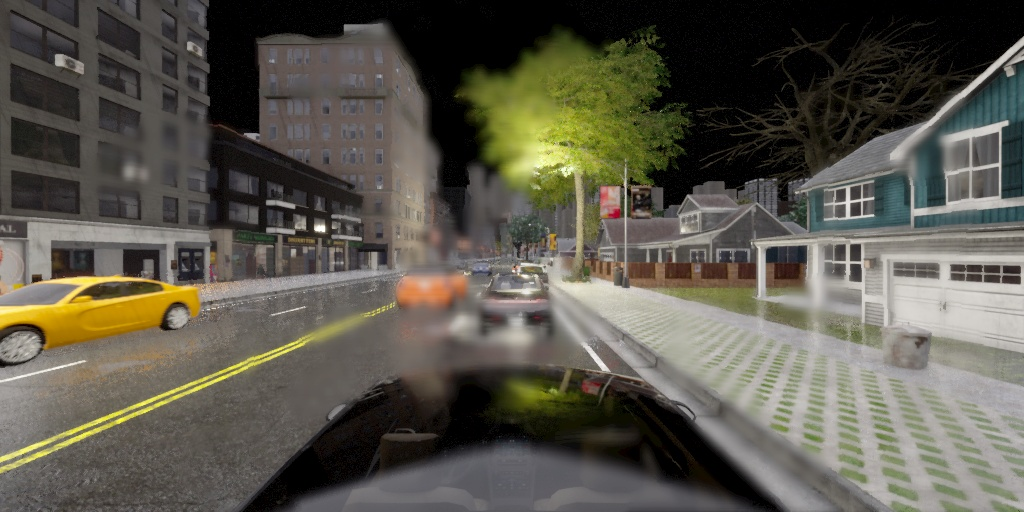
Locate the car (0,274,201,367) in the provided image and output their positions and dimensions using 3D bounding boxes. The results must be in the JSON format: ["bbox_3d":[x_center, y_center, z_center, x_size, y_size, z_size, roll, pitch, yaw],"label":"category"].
[{"bbox_3d":[-9.828,1.226,8.113,1.882,1.535,5.008,0,0,0],"label":"car"}]

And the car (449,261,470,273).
[{"bbox_3d":[-6.451,1.281,44.224,1.994,1.385,4.181,0,0,0],"label":"car"}]

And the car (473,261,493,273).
[{"bbox_3d":[-3.021,1.271,37.355,2.033,1.411,5.357,0,0,0],"label":"car"}]

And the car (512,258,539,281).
[{"bbox_3d":[1.074,1.081,30.406,2.097,1.767,4.553,0,0,0],"label":"car"}]

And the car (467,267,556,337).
[{"bbox_3d":[0.128,1.239,10.296,2.128,1.511,4.902,0,0,0],"label":"car"}]

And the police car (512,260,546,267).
[{"bbox_3d":[1.040,1.165,20.545,1.930,1.638,5.238,0,0,0],"label":"police car"}]

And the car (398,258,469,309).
[{"bbox_3d":[-3.103,1.096,14.937,2.097,1.767,4.553,0,0,0],"label":"car"}]
